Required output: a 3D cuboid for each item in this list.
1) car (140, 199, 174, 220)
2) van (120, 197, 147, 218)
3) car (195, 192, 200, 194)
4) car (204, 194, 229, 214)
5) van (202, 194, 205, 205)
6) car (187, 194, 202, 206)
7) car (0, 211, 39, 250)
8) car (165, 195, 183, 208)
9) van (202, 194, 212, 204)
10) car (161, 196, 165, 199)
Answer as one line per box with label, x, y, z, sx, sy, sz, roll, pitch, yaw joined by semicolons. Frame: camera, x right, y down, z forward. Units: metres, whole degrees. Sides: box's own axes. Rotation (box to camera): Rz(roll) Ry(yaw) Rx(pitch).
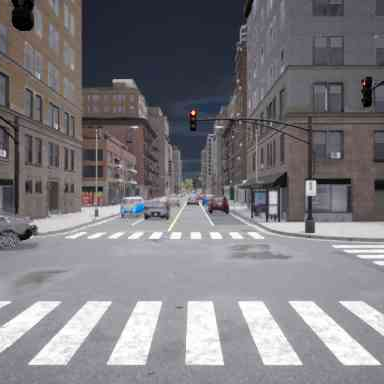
car;-2.798;1.561;27.638;1.994;1.385;4.181;0;0;0
van;-5.351;1.338;29.985;1.690;1.788;3.998;0;0;0
car;2.429;1.338;84.891;2.097;1.767;4.553;0;0;0
car;2.773;1.311;35.376;2.192;1.841;5.009;0;0;0
van;2.790;1.334;51.595;1.690;1.788;3.998;0;0;0
car;0.165;1.556;55.492;1.994;1.385;4.181;0;0;1
car;-8.814;1.517;13.274;4.902;1.511;2.128;0;1;-23
car;-2.731;1.519;49.244;1.812;1.442;4.674;0;0;0
van;2.802;1.331;62.408;1.690;1.788;3.998;0;0;0
car;-5.314;1.538;46.203;1.887;1.381;4.507;0;0;0
